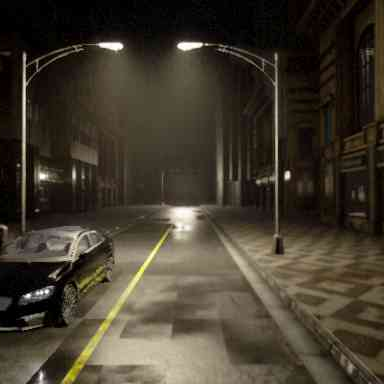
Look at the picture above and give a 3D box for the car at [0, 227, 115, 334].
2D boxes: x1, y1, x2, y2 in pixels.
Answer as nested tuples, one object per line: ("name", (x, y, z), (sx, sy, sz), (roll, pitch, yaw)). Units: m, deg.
("car", (-3.010, 1.583, 7.235), (2.128, 1.511, 4.902), (0, -1, 0))
